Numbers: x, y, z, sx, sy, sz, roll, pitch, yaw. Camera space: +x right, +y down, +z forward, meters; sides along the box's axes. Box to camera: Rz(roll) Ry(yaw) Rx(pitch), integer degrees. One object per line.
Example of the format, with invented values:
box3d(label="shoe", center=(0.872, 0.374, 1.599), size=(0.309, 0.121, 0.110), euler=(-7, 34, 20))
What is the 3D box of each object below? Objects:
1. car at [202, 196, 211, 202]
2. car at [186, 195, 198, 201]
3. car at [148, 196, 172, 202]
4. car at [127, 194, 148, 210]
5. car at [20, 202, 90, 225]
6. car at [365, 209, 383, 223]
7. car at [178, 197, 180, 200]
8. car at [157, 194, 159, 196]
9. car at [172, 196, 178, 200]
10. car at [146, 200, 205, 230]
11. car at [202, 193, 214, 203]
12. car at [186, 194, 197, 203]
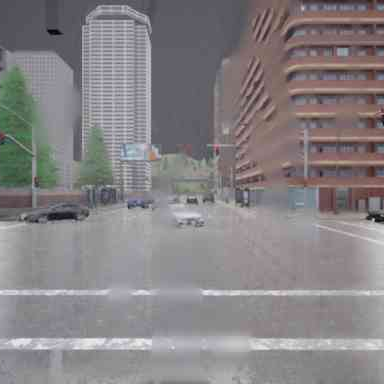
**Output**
box3d(label="car", center=(3.397, 1.576, 78.268), size=(1.895, 1.301, 4.718), euler=(0, 0, 0))
box3d(label="car", center=(0.024, 1.478, 59.497), size=(1.882, 1.535, 5.008), euler=(0, 0, 0))
box3d(label="car", center=(-3.649, 1.525, 39.006), size=(1.812, 1.442, 4.674), euler=(0, 0, 0))
box3d(label="car", center=(-7.153, 1.225, 44.340), size=(2.150, 2.045, 5.566), euler=(0, 0, 0))
box3d(label="car", center=(-9.757, 1.487, 24.068), size=(2.128, 1.511, 4.902), euler=(1, 1, 38))
box3d(label="car", center=(15.001, 1.492, 23.271), size=(5.357, 1.411, 2.033), euler=(0, 0, -12))
box3d(label="car", center=(-3.592, 1.533, 69.856), size=(2.033, 1.411, 5.357), euler=(0, 0, 0))
box3d(label="car", center=(-7.123, 1.547, 63.284), size=(2.033, 1.411, 5.357), euler=(0, 0, 1))
box3d(label="car", center=(-3.660, 1.525, 54.491), size=(1.812, 1.442, 4.674), euler=(0, 0, 0))
box3d(label="car", center=(-1.054, 1.506, 21.444), size=(1.812, 1.442, 4.674), euler=(-1, 0, -29))
box3d(label="car", center=(3.410, 1.221, 68.701), size=(2.150, 2.045, 5.566), euler=(0, 0, 0))
box3d(label="car", center=(-0.091, 1.352, 69.487), size=(2.097, 1.767, 4.553), euler=(0, 0, 0))
